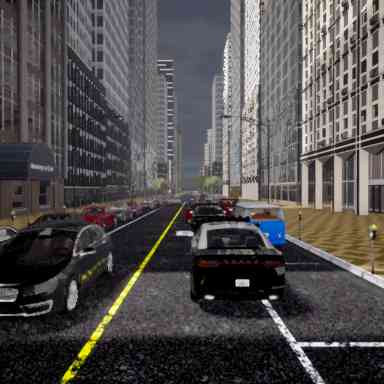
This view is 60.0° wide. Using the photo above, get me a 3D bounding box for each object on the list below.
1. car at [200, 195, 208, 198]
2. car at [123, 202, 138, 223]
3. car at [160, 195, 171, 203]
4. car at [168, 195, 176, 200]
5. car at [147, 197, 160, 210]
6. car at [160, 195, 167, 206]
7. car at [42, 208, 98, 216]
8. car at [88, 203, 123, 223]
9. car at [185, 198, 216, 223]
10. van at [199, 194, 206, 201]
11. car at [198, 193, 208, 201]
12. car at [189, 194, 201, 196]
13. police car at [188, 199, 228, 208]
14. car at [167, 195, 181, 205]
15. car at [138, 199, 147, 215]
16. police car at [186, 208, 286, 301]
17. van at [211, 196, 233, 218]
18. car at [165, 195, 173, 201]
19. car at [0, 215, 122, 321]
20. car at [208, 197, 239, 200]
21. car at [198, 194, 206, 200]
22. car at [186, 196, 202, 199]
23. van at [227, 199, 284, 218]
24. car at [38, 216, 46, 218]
[{"bbox_3d":[2.710,1.538,53.861,2.008,1.369,4.403,-1,0,0],"label":"car"},{"bbox_3d":[-5.686,1.545,25.447,2.008,1.369,4.403,-1,0,0],"label":"car"},{"bbox_3d":[-5.663,1.422,70.916,1.967,1.590,4.097,-1,0,0],"label":"car"},{"bbox_3d":[-5.650,1.540,93.651,1.947,1.339,4.313,-1,0,0],"label":"car"},{"bbox_3d":[-5.677,1.541,42.498,2.008,1.369,4.403,-1,0,0],"label":"car"},{"bbox_3d":[-5.671,1.538,53.865,2.008,1.369,4.403,-1,0,0],"label":"car"},{"bbox_3d":[-5.691,1.563,14.080,1.947,1.339,4.313,-1,0,0],"label":"car"},{"bbox_3d":[-5.688,1.540,19.764,1.887,1.381,4.507,-1,0,0],"label":"car"},{"bbox_3d":[0.655,1.472,24.522,1.882,1.535,5.008,0,0,7],"label":"car"},{"bbox_3d":[2.725,1.317,87.963,1.690,1.788,3.998,-1,0,0],"label":"van"},{"bbox_3d":[2.722,1.293,82.280,2.192,1.841,5.009,-1,0,0],"label":"car"},{"bbox_3d":[0.030,1.337,59.406,2.097,1.767,4.553,0,0,0],"label":"car"},{"bbox_3d":[0.909,1.421,18.533,1.930,1.638,5.238,0,0,0],"label":"police car"},{"bbox_3d":[-2.968,1.586,58.783,1.895,1.301,4.718,0,0,0],"label":"car"},{"bbox_3d":[-5.682,1.575,31.131,1.802,1.307,4.206,-1,0,0],"label":"car"},{"bbox_3d":[0.903,1.423,8.532,1.930,1.638,5.238,0,0,0],"label":"police car"},{"bbox_3d":[2.696,1.334,31.127,1.690,1.788,3.998,-1,0,0],"label":"van"},{"bbox_3d":[-5.656,1.504,82.114,1.752,1.417,4.829,-1,0,0],"label":"car"},{"bbox_3d":[-3.100,1.503,7.592,1.837,1.490,4.892,0,0,0],"label":"car"},{"bbox_3d":[2.693,1.309,25.443,2.192,1.841,5.009,-1,0,0],"label":"car"},{"bbox_3d":[2.729,1.414,93.647,1.967,1.590,4.097,-1,0,0],"label":"car"},{"bbox_3d":[0.039,1.590,46.005,1.895,1.301,4.718,0,0,1],"label":"car"},{"bbox_3d":[2.687,1.338,14.076,1.690,1.788,3.998,-1,0,0],"label":"van"},{"bbox_3d":[-5.694,1.549,8.396,2.008,1.369,4.403,-1,0,0],"label":"car"}]
